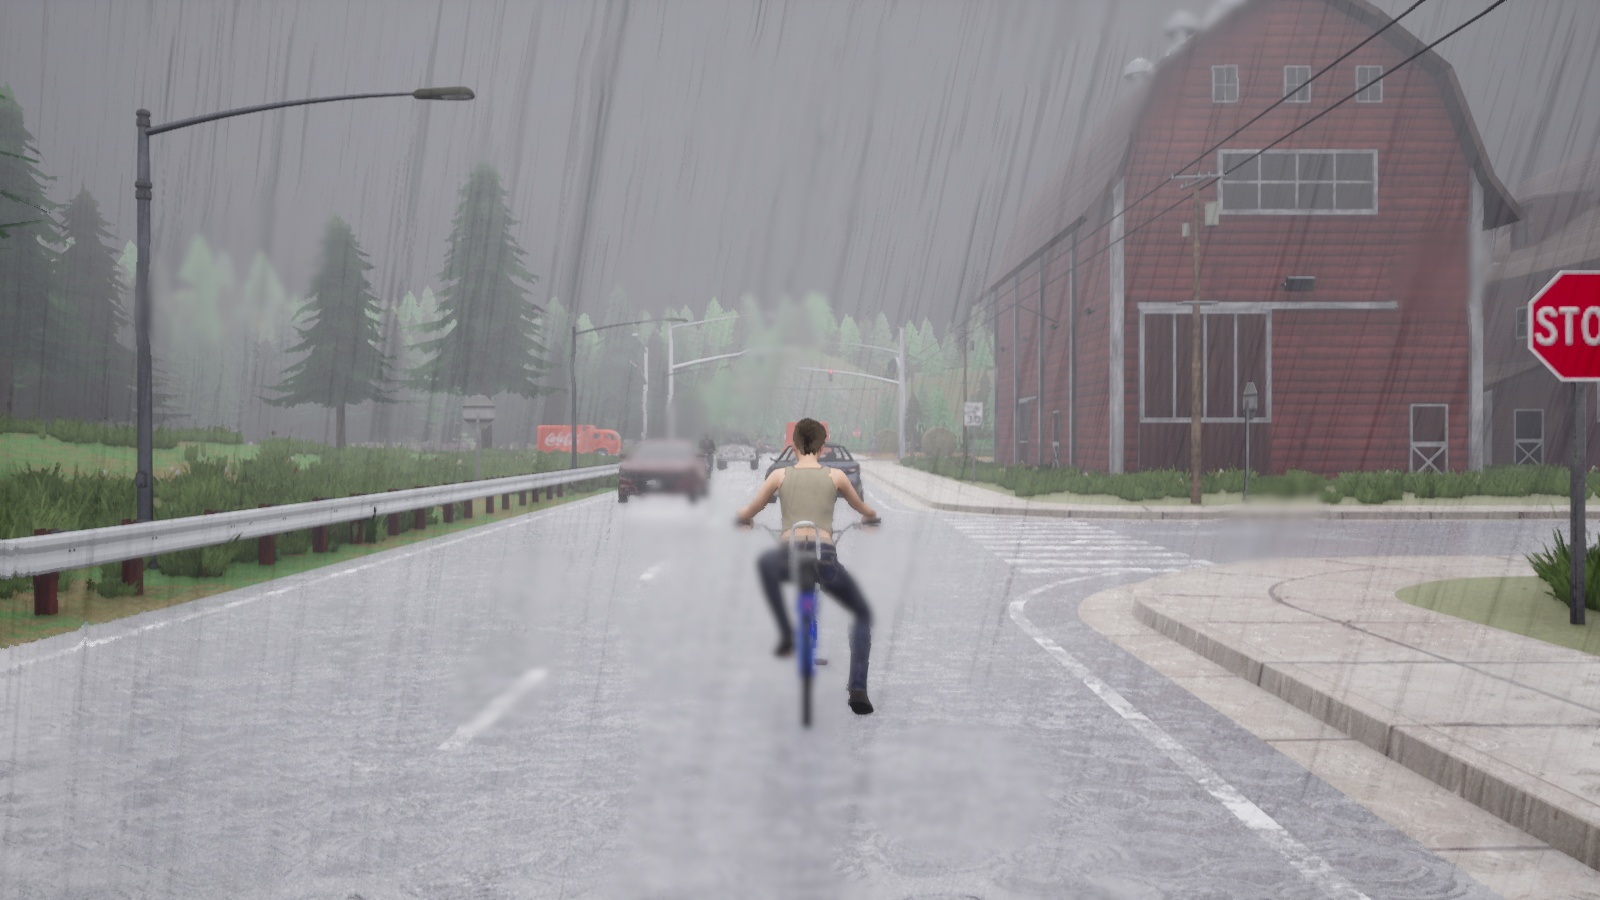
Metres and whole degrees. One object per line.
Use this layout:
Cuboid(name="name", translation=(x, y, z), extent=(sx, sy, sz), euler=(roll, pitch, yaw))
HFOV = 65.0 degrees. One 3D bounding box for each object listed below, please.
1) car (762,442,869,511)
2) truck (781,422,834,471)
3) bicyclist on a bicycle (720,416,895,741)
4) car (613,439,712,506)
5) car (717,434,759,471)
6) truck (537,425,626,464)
Cuboid(name="car", translation=(0.274, 0.554, 29.014), extent=(1.816, 1.474, 4.193), euler=(0, 0, -9))
Cuboid(name="truck", translation=(0.381, -0.200, 64.840), extent=(2.627, 2.467, 5.204), euler=(0, 0, 0))
Cuboid(name="bicyclist on a bicycle", translation=(0.045, 0.633, 6.983), extent=(0.866, 1.612, 1.509), euler=(0, 0, 1))
Cuboid(name="car", translation=(-3.309, 0.500, 31.190), extent=(1.882, 1.535, 5.008), euler=(0, 0, 0))
Cuboid(name="car", translation=(-3.130, 0.104, 64.199), extent=(1.932, 1.855, 4.605), euler=(0, 0, 0))
Cuboid(name="truck", translation=(-13.870, -0.345, 79.872), extent=(5.204, 2.467, 2.627), euler=(0, 0, -1))
